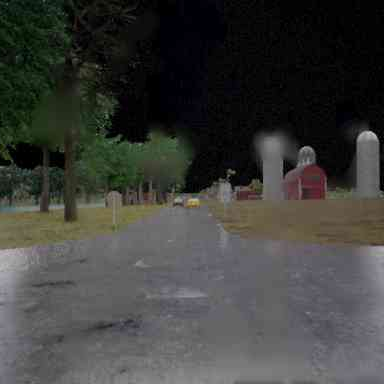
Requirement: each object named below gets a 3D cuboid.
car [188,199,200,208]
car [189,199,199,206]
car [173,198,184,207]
[{"bbox_3d":[0.287,1.825,55.446,1.882,1.535,5.008,0,-1,0],"label":"car"},{"bbox_3d":[0.341,2.108,65.894,1.895,1.301,4.718,0,-1,0],"label":"car"},{"bbox_3d":[-2.439,1.892,60.047,1.882,1.535,5.008,0,-1,0],"label":"car"}]
